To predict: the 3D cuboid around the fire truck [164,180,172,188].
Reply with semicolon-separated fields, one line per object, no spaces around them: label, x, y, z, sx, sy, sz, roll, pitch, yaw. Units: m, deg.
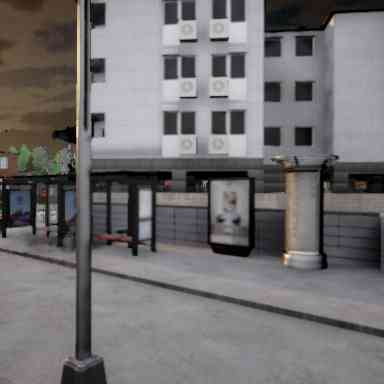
fire truck;-3.461;0.171;51.211;2.891;3.827;8.468;0;0;35
